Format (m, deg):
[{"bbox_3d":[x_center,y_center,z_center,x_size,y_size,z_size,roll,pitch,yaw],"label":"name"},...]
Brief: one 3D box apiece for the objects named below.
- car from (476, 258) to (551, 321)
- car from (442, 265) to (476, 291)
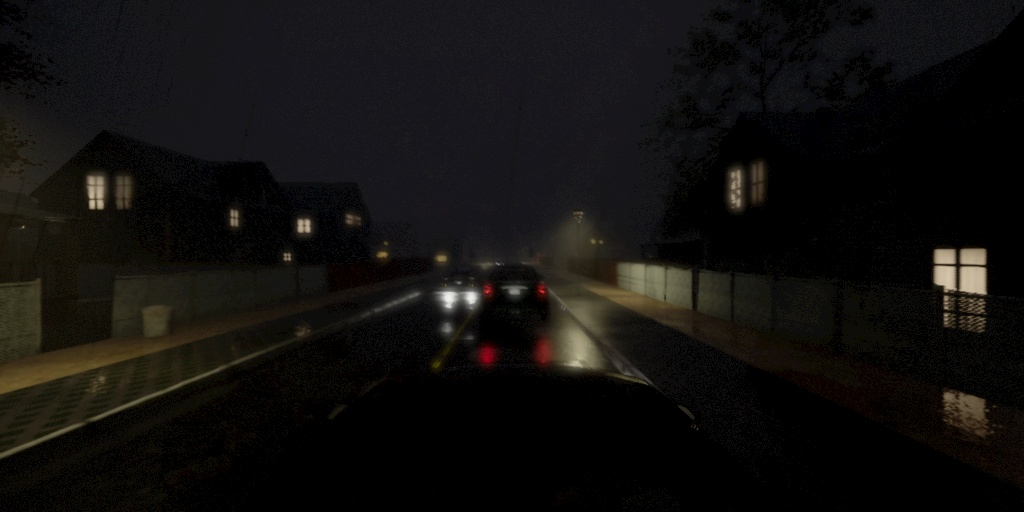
[{"bbox_3d":[0.100,1.051,12.405,2.097,1.767,4.553,0,0,0],"label":"car"},{"bbox_3d":[-2.820,1.237,21.056,1.994,1.385,4.181,0,0,0],"label":"car"}]
